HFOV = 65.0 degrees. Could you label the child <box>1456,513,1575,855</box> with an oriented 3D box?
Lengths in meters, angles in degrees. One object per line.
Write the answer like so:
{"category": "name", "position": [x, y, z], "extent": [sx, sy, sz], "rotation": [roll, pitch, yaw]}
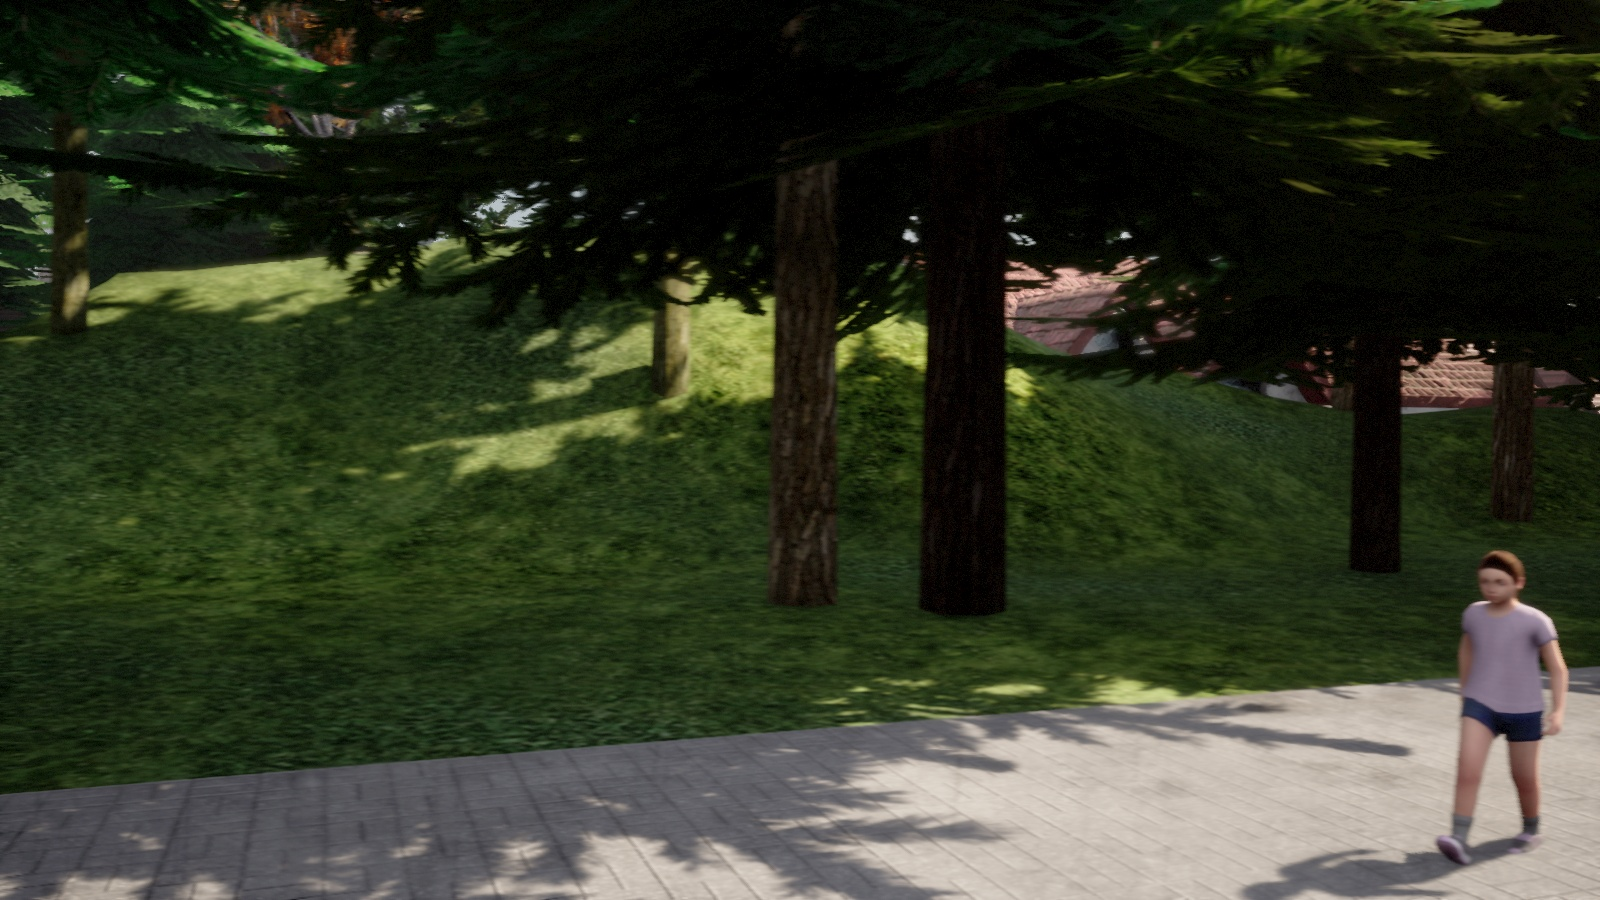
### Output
{"category": "child", "position": [2.507, 0.789, 4.396], "extent": [0.394, 1.110, 0.255], "rotation": [-1, 1, -43]}
